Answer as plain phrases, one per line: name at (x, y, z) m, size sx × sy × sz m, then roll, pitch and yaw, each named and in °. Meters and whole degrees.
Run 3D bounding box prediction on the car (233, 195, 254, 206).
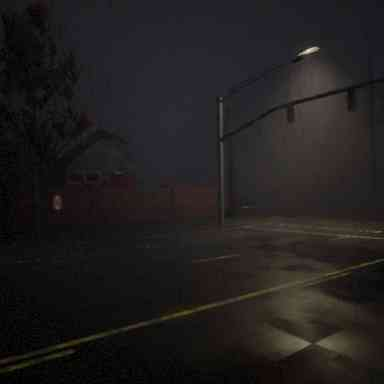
car at (6.254, 1.134, 44.850) m, size 1.812 × 1.442 × 4.674 m, roll -2°, pitch 1°, yaw -37°
